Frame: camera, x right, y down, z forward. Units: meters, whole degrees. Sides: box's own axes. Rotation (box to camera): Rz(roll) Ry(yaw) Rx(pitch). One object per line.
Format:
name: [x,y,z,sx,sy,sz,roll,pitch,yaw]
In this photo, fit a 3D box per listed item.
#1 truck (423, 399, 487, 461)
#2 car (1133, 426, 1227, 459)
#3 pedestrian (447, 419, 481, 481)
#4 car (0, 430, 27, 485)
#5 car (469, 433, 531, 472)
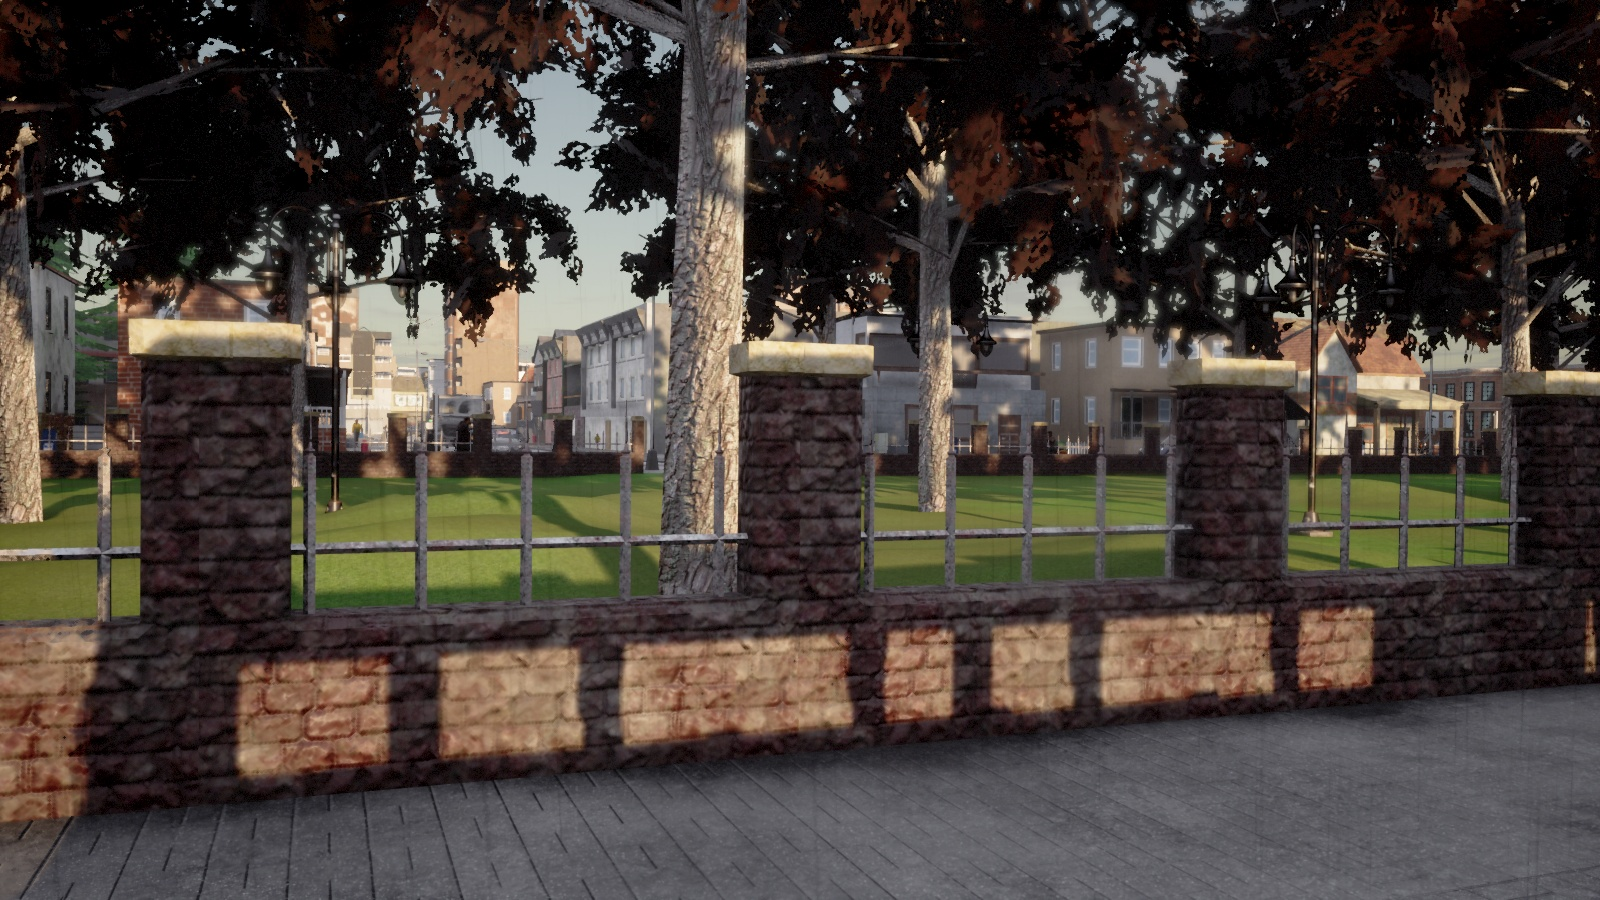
truck: [-20.564,-1.176,74.630,2.891,3.462,7.936,-1,1,-21]
car: [17.850,-0.389,59.012,3.806,1.475,1.970,-1,1,-21]
pedestrian: [-10.252,-0.005,38.330,0.899,1.844,0.634,-1,1,-21]
car: [-26.395,0.246,37.824,5.027,1.651,2.152,-1,1,-24]
car: [-12.193,0.050,51.366,2.128,1.511,4.902,-1,1,-10]
